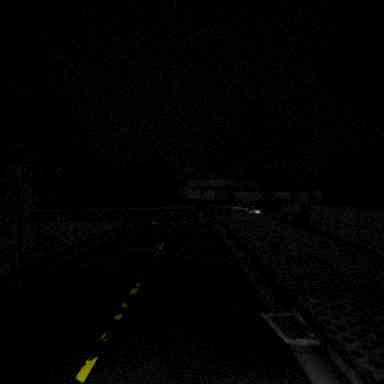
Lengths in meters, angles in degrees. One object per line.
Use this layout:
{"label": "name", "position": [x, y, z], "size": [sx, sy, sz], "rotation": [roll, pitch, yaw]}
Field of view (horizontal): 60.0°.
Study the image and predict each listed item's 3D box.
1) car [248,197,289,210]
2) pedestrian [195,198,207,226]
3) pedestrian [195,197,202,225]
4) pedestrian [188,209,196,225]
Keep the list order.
{"label": "car", "position": [9.435, 1.292, 40.301], "size": [5.357, 1.411, 2.033], "rotation": [-1, 3, -30]}
{"label": "pedestrian", "position": [0.601, 1.272, 21.174], "size": [0.375, 1.860, 0.375], "rotation": [-3, 3, 1]}
{"label": "pedestrian", "position": [0.429, 1.271, 22.377], "size": [0.375, 1.860, 0.375], "rotation": [-3, 3, 1]}
{"label": "pedestrian", "position": [0.059, 1.652, 21.694], "size": [0.500, 1.100, 0.500], "rotation": [-3, 3, 1]}
